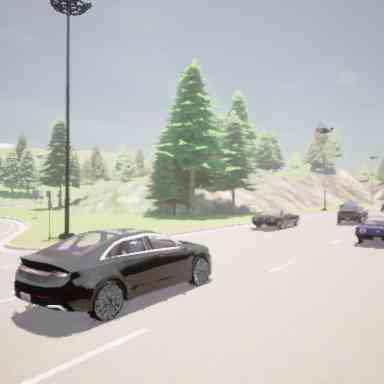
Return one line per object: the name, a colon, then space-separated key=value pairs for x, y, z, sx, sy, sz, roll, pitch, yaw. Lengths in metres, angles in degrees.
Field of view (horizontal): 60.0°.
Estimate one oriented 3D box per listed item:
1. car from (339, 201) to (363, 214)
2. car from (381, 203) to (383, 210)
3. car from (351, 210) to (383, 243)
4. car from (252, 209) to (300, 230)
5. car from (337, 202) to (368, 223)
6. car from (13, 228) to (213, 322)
car: x=21.048 y=2.007 z=43.950 sx=1.882 sy=1.535 sz=5.008 roll=0 pitch=-1 yaw=36
car: x=29.184 y=2.111 z=49.103 sx=1.837 sy=1.490 sz=4.892 roll=0 pitch=0 yaw=36
car: x=9.512 y=1.804 z=16.448 sx=1.895 sy=1.301 sz=4.718 roll=0 pitch=-1 yaw=36
car: x=6.076 y=1.874 z=23.595 sx=1.895 sy=1.301 sz=4.718 roll=0 pitch=-1 yaw=36
car: x=13.498 y=1.842 z=27.777 sx=1.837 sy=1.490 sz=4.892 roll=0 pitch=0 yaw=36
car: x=-1.362 y=1.573 z=7.573 sx=2.128 sy=1.511 sz=4.902 roll=0 pitch=-1 yaw=36
